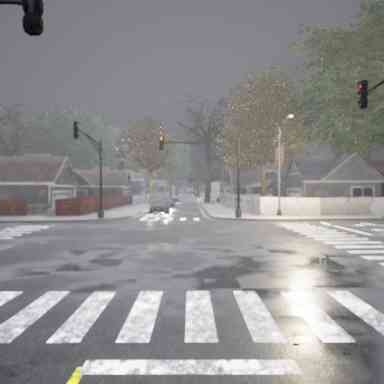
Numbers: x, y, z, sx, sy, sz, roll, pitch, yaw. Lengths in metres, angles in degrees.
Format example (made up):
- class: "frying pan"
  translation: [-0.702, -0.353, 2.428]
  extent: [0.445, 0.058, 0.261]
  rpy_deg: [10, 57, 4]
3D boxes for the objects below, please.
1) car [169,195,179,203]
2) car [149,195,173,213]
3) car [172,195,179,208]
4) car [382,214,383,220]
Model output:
- class: "car"
  translation: [-3.420, 1.293, 64.081]
  extent: [1.812, 1.442, 4.674]
  rpy_deg: [0, 0, 0]
- class: "car"
  translation: [-3.265, 1.370, 34.288]
  extent: [1.837, 1.490, 4.892]
  rpy_deg: [0, 0, 0]
- class: "car"
  translation: [-3.345, 1.319, 45.411]
  extent: [2.128, 1.511, 4.902]
  rpy_deg: [0, 0, 0]
- class: "car"
  translation: [14.852, 1.296, 21.253]
  extent: [4.902, 1.511, 2.128]
  rpy_deg: [0, 0, 0]
